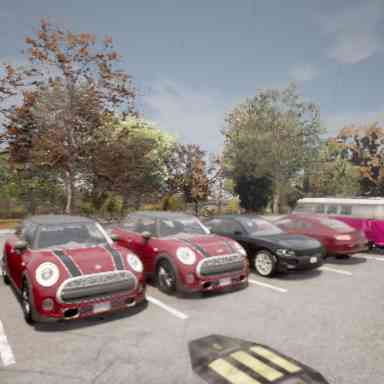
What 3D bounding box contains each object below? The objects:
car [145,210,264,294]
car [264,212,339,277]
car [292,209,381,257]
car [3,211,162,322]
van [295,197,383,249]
[{"bbox_3d":[-0.567,1.362,9.081,2.185,1.767,4.553,0,0,-36],"label":"car"},{"bbox_3d":[1.708,1.491,10.672,2.097,1.535,5.008,0,0,-36],"label":"car"},{"bbox_3d":[3.973,1.536,12.278,2.002,1.452,4.674,0,0,-36],"label":"car"},{"bbox_3d":[-2.826,1.357,7.468,2.185,1.767,4.553,0,0,-36],"label":"car"},{"bbox_3d":[6.164,1.274,13.988,1.878,1.987,4.442,0,0,-36],"label":"van"}]
